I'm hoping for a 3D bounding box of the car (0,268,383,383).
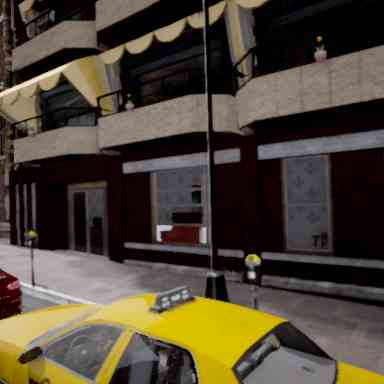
[{"bbox_3d":[-0.390,1.547,3.025,4.829,1.417,1.752,-1,-2,36],"label":"car"}]
